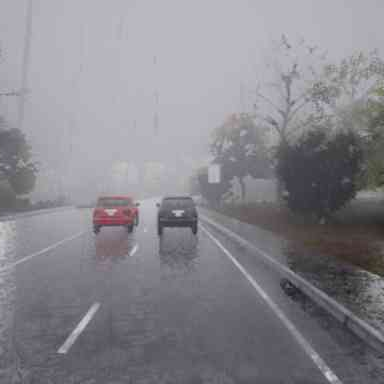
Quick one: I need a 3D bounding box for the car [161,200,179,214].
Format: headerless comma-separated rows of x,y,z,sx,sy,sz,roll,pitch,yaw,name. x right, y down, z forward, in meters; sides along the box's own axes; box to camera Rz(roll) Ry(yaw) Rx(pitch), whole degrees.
-2.530,1.606,37.327,1.994,1.385,4.181,0,0,-5,car

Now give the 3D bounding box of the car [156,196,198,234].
-0.902,1.237,19.441,2.150,2.045,5.566,0,0,-5,car

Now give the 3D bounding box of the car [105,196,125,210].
-10.530,1.441,45.604,2.097,1.767,4.553,0,0,-5,car

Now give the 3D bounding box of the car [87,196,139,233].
-4.463,1.244,20.076,2.150,2.045,5.566,0,0,-5,car

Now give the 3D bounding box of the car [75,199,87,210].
-13.906,1.638,43.992,2.033,1.411,5.357,0,0,-5,car
